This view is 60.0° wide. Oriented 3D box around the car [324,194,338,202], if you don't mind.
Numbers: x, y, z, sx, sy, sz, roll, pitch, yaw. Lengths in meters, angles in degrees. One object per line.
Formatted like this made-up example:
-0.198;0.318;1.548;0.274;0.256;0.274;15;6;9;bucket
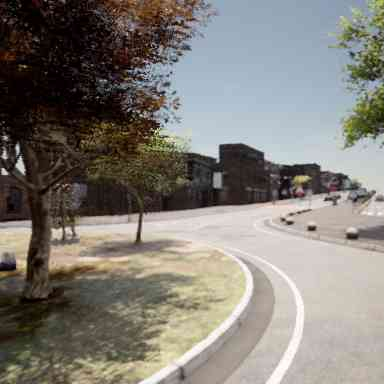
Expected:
32.677;1.549;79.036;1.837;1.490;4.892;-1;1;30;car

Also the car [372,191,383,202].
41.549;1.290;73.417;2.097;1.767;4.553;-1;1;30;car
